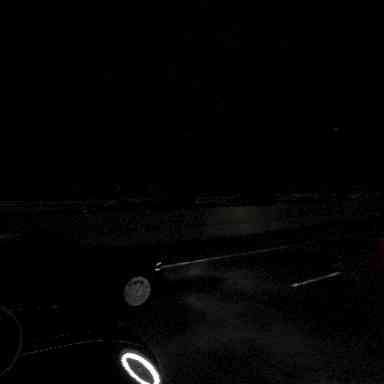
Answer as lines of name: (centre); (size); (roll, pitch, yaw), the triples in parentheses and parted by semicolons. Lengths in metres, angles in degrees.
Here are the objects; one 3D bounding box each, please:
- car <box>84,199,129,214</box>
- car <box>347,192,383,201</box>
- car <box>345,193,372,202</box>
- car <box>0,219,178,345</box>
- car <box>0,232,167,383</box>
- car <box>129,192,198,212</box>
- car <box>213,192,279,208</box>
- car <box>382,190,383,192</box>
car: (-6.959, 1.368, 29.194); (4.902, 1.511, 2.128); (-1, 0, -36)
car: (21.203, 1.026, 40.884); (4.181, 1.385, 1.994); (-1, 1, -36)
car: (26.848, 0.848, 53.565); (4.674, 1.442, 1.812); (-1, 0, -36)
car: (-2.867, 1.467, 6.002); (5.008, 1.535, 1.882); (-1, 1, -36)
car: (-2.360, 1.360, 2.051); (4.553, 1.767, 2.097); (-1, 0, -36)
car: (-2.091, 1.055, 28.391); (5.566, 2.045, 2.150); (-1, 1, -36)
car: (3.978, 1.024, 24.139); (5.566, 2.045, 2.150); (-1, 1, -36)
car: (31.321, 0.519, 52.463); (5.566, 2.045, 2.150); (-1, 0, -35)
